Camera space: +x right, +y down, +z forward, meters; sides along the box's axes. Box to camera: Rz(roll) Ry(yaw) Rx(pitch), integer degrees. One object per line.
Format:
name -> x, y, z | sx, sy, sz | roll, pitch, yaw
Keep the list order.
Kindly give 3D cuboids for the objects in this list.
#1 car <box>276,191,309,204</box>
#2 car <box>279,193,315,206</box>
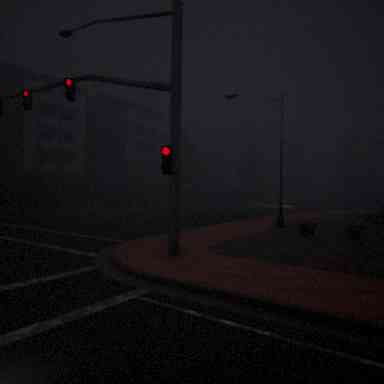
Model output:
car -> 15.405, 0.894, 50.416 | 5.566, 2.045, 2.150 | 1, 1, -24
car -> 14.979, 1.237, 46.313 | 4.674, 1.442, 1.812 | 1, 1, -26
